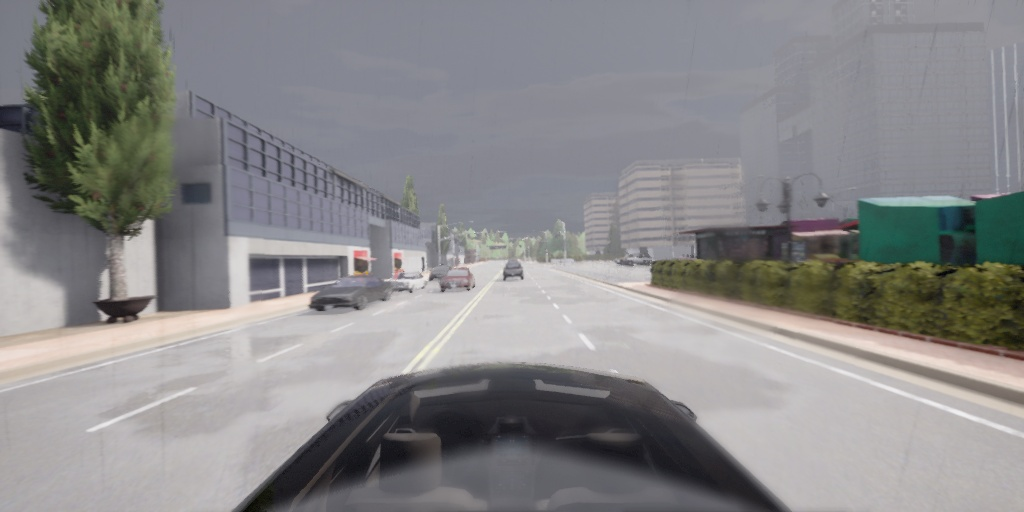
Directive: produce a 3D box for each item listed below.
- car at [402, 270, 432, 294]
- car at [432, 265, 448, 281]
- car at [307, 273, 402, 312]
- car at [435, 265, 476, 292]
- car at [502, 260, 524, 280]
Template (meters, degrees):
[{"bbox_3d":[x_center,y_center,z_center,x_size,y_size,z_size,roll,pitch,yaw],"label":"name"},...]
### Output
[{"bbox_3d":[-6.975,1.742,23.658,1.895,1.301,4.718,-2,0,0],"label":"car"},{"bbox_3d":[-6.917,1.686,35.888,1.837,1.490,4.892,-2,0,0],"label":"car"},{"bbox_3d":[-7.113,1.612,16.562,2.033,1.411,5.357,-2,0,0],"label":"car"},{"bbox_3d":[-3.480,1.529,23.671,1.812,1.442,4.674,-2,0,0],"label":"car"},{"bbox_3d":[0.122,1.370,32.981,2.128,1.511,4.902,-2,0,1],"label":"car"}]
